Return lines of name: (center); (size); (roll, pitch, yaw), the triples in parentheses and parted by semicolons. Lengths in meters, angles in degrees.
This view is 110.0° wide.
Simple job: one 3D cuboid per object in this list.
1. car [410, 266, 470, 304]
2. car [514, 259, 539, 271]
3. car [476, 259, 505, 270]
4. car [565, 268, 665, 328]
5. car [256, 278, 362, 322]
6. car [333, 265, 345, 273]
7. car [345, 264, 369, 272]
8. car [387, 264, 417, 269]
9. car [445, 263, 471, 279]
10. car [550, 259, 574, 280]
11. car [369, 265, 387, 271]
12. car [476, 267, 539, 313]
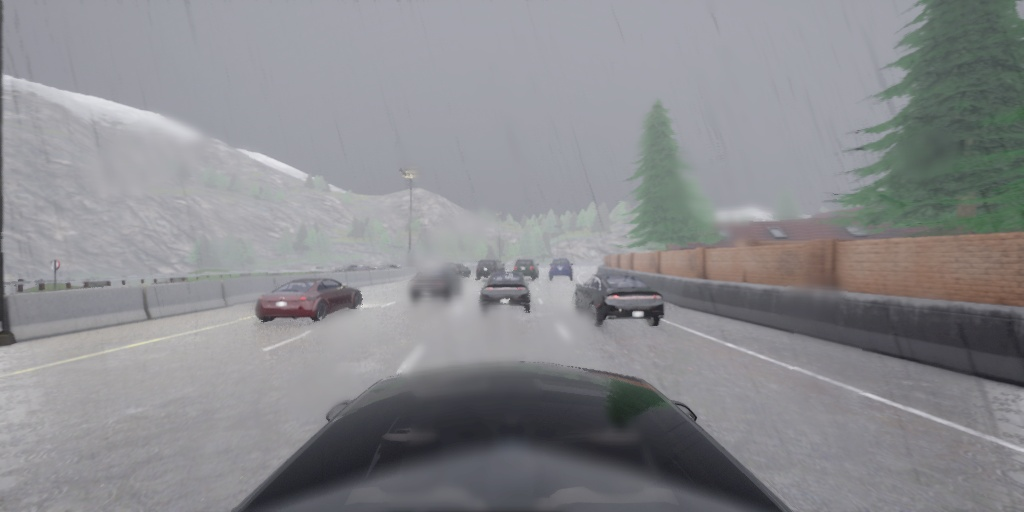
car: (-3.642, 1.449, 17.930); (2.128, 1.511, 4.902); (0, -1, 1)
car: (1.481, 1.345, 36.200); (2.150, 2.045, 5.566); (-1, 0, 9)
car: (-2.061, 1.370, 36.178); (2.150, 2.045, 5.566); (-1, 0, 8)
car: (3.280, 1.331, 11.802); (2.128, 1.511, 4.902); (0, 0, 0)
car: (-7.221, 1.494, 13.239); (1.994, 1.385, 4.181); (0, -1, 0)
car: (-23.989, 1.994, 52.621); (1.837, 1.490, 4.892); (-1, -1, 13)
car: (-20.902, 2.005, 50.393); (1.994, 1.385, 4.181); (-1, -1, 13)
car: (-14.181, 1.919, 48.544); (2.033, 1.411, 5.357); (-1, -1, 12)
car: (-5.564, 1.522, 36.029); (2.097, 1.767, 4.553); (0, -1, 8)
car: (5.016, 1.320, 36.191); (2.150, 2.045, 5.566); (-1, 0, 9)
car: (-17.391, 1.917, 50.075); (1.837, 1.490, 4.892); (-1, -1, 13)
car: (-0.205, 1.391, 14.930); (2.128, 1.511, 4.902); (0, 0, 1)
